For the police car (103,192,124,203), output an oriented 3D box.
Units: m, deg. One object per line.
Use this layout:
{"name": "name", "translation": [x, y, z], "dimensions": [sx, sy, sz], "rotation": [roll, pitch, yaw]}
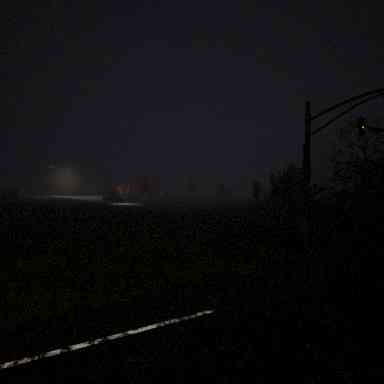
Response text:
{"name": "police car", "translation": [-11.733, 0.821, 49.841], "dimensions": [2.038, 1.542, 4.974], "rotation": [1, 0, -32]}
